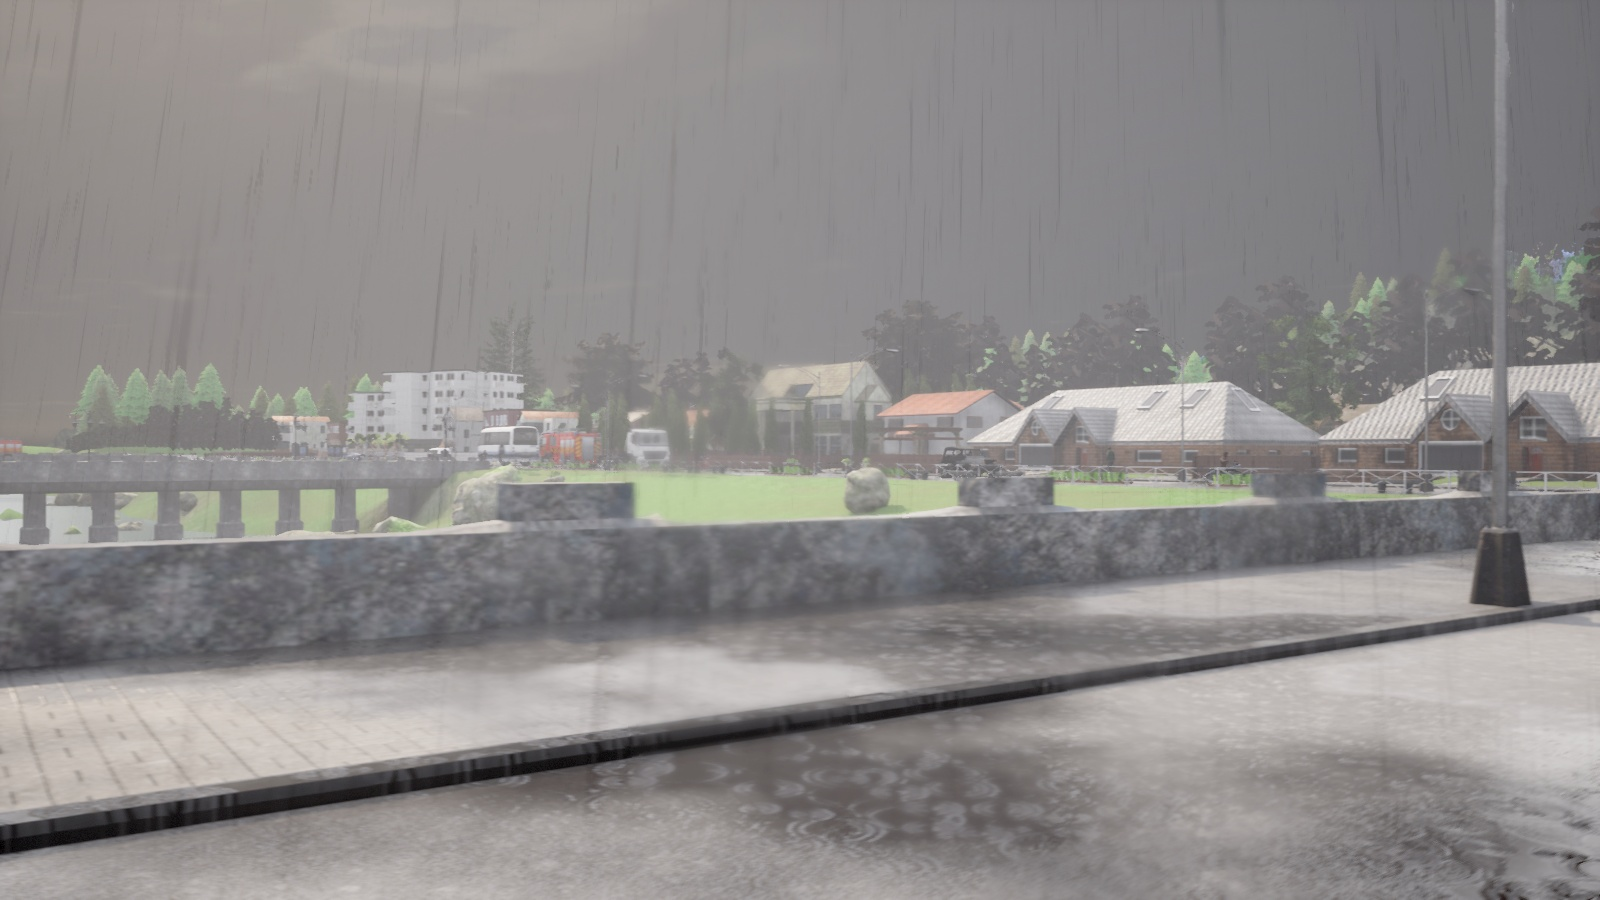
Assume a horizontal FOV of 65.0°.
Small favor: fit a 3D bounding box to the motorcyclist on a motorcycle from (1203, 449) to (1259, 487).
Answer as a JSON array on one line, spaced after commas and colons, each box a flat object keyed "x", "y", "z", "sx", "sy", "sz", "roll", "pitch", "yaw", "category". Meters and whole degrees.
[{"x": 19.121, "y": 0.792, "z": 55.802, "sx": 0.766, "sy": 1.649, "sz": 2.350, "roll": 0, "pitch": 0, "yaw": -35, "category": "motorcyclist on a motorcycle"}]

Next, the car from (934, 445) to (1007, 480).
[{"x": 9.441, "y": 0.692, "z": 69.708, "sx": 1.905, "sy": 1.878, "sz": 3.866, "roll": 0, "pitch": 0, "yaw": -35, "category": "car"}]
